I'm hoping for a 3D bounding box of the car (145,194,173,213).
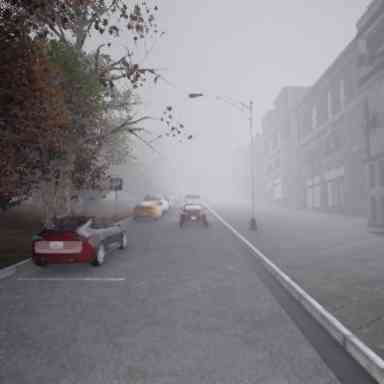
[{"bbox_3d":[-3.653,1.244,33.806,2.435,2.045,5.566,0,0,2],"label":"car"}]

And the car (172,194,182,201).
[{"bbox_3d":[-3.655,1.418,83.880,2.185,1.767,4.553,0,0,2],"label":"car"}]

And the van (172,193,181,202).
[{"bbox_3d":[-3.649,1.311,78.457,1.878,1.987,4.442,0,0,2],"label":"van"}]

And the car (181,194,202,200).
[{"bbox_3d":[0.104,1.234,40.984,2.150,2.045,5.566,0,-1,0],"label":"car"}]

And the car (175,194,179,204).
[{"bbox_3d":[-3.653,1.505,50.482,2.097,1.535,5.008,0,0,2],"label":"car"}]

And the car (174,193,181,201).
[{"bbox_3d":[-3.655,1.392,61.598,2.185,1.767,4.553,0,0,2],"label":"car"}]

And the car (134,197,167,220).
[{"bbox_3d":[-3.653,1.495,28.201,2.097,1.535,5.008,0,0,2],"label":"car"}]

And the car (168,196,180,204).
[{"bbox_3d":[-3.653,1.564,67.196,2.002,1.452,4.674,0,0,2],"label":"car"}]

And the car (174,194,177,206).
[{"bbox_3d":[-3.646,1.498,45.103,1.946,1.575,5.366,0,0,2],"label":"car"}]

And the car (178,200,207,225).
[{"bbox_3d":[0.098,1.540,24.054,1.812,1.442,4.674,0,0,0],"label":"car"}]

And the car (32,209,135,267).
[{"bbox_3d":[-3.652,1.520,11.523,2.163,1.488,4.792,0,0,2],"label":"car"}]
